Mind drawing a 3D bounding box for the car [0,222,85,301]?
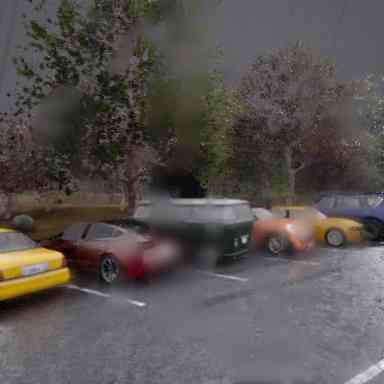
[{"bbox_3d":[-5.094,1.482,7.762,5.366,1.575,1.946,-1,0,34],"label":"car"}]

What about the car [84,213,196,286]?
[{"bbox_3d":[-2.550,1.491,9.387,4.792,1.488,2.163,-1,0,35],"label":"car"}]

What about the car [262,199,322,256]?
[{"bbox_3d":[2.277,1.289,12.825,4.553,1.767,2.185,-1,-1,35],"label":"car"}]

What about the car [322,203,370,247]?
[{"bbox_3d":[4.714,1.388,14.532,5.008,1.535,2.097,-1,-1,35],"label":"car"}]

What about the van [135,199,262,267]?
[{"bbox_3d":[-0.212,1.214,11.150,4.442,1.987,1.878,-1,0,35],"label":"van"}]

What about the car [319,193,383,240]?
[{"bbox_3d":[7.098,1.109,16.256,5.566,2.045,2.435,-1,0,35],"label":"car"}]
